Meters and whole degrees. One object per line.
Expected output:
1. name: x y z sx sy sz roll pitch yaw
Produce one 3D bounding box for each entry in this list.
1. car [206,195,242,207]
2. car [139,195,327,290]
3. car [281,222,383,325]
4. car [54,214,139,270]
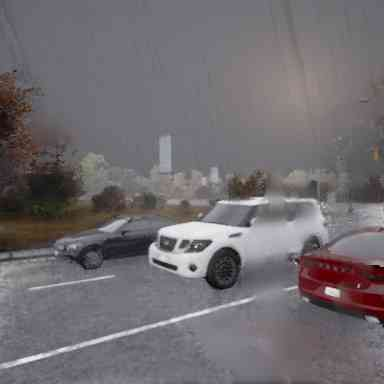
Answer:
1. car: 4.447 1.174 46.500 2.128 1.511 4.902 -1 1 -39
2. car: 1.570 1.184 9.405 5.566 2.045 2.150 0 0 -35
3. car: 4.286 1.433 6.802 5.008 1.535 1.882 -1 1 -35
4. car: -2.081 1.502 11.101 4.674 1.442 1.812 0 0 -35
